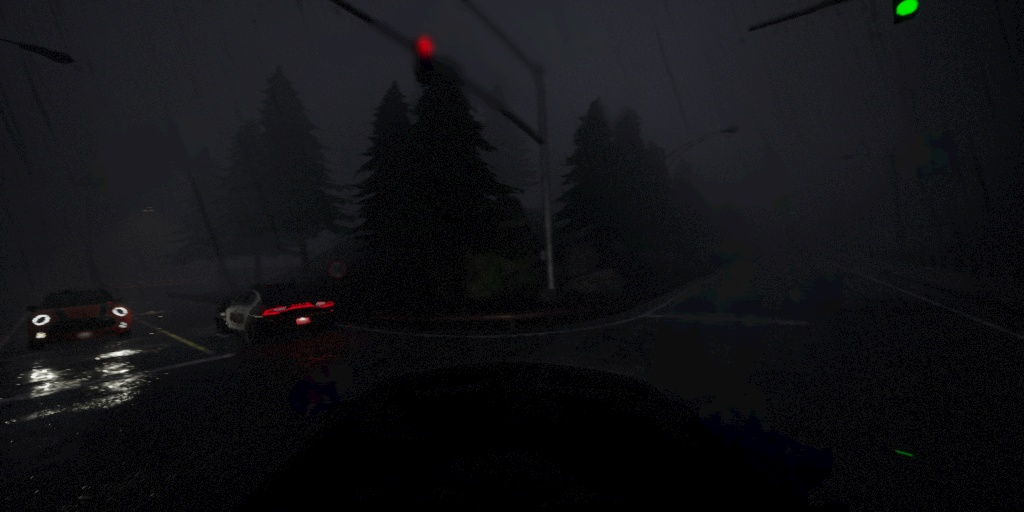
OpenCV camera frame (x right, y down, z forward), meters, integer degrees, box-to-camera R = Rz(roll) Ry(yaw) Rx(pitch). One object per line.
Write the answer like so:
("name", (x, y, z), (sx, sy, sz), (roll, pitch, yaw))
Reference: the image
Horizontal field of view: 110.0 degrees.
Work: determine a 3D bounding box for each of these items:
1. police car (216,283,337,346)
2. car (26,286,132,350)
("police car", (-7.562, 1.691, 11.212), (4.974, 1.542, 2.038), (-3, 0, 38))
("car", (-14.849, 1.934, 12.334), (4.553, 1.767, 2.097), (-3, 0, 38))
